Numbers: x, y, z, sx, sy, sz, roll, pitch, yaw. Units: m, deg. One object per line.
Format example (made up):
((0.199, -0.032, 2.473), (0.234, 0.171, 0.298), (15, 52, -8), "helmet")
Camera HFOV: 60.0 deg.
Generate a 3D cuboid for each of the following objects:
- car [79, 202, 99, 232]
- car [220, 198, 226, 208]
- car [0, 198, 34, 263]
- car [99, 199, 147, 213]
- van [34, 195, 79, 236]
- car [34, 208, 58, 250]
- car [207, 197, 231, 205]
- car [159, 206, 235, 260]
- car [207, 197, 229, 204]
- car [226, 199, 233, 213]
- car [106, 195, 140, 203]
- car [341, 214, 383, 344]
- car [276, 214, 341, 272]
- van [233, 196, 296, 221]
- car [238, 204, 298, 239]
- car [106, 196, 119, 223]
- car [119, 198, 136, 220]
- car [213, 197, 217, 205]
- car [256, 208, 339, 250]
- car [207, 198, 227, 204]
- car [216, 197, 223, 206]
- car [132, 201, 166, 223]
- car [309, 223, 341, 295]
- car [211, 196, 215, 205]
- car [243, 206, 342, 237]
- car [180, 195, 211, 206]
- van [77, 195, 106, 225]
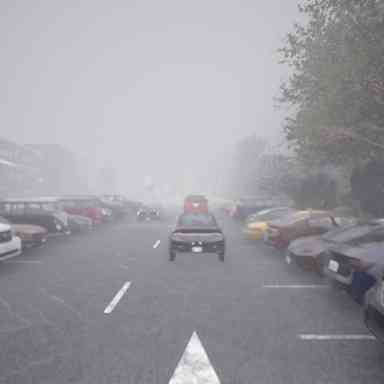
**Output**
((-7.870, 1.492, 17.776), (4.892, 1.521, 2.231), (0, 0, 0), "car")
((5.341, 1.580, 31.674), (4.674, 1.452, 2.002), (0, 0, 1), "car")
((-7.903, 1.227, 9.366), (5.566, 2.045, 2.435), (0, 0, 0), "car")
((-7.692, 1.564, 37.394), (4.892, 1.521, 2.231), (0, 0, 1), "car")
((-7.770, 1.261, 14.972), (4.442, 1.987, 1.878), (0, 0, 0), "van")
((-7.915, 1.483, 12.170), (5.008, 1.535, 2.097), (0, 0, 0), "car")
((5.740, 1.941, 71.659), (5.008, 1.535, 2.097), (0, -1, 1), "car")
((0.179, 1.503, 12.387), (2.128, 1.511, 4.902), (0, 0, 1), "car")
((5.761, 1.978, 74.932), (4.892, 1.521, 2.231), (0, -1, 1), "car")
((5.256, 1.393, 26.107), (4.553, 1.767, 2.185), (0, 0, 1), "car")
((-7.684, 1.293, 34.594), (5.566, 2.045, 2.435), (0, 0, 1), "car")
((5.078, 1.233, 3.830), (5.566, 2.045, 2.435), (0, 0, 0), "car")
((5.120, 1.520, 9.398), (4.792, 1.488, 2.163), (0, 0, 0), "car")
((5.379, 1.285, 23.325), (4.442, 1.987, 1.878), (0, 0, 1), "van")
((5.008, 1.496, 14.970), (5.366, 1.575, 1.946), (0, 0, 0), "car")
((-7.848, 1.374, 23.384), (4.553, 1.767, 2.185), (0, 0, 0), "car")
((-7.760, 1.516, 28.989), (4.892, 1.521, 2.231), (0, 0, 1), "car")
((5.415, 1.596, 40.029), (5.008, 1.535, 2.097), (0, -1, 1), "car")
((5.165, 1.495, 12.183), (5.008, 1.535, 2.097), (0, 0, 0), "car")
((5.796, 2.054, 78.208), (4.674, 1.452, 2.002), (0, -1, 1), "car")
((5.371, 1.554, 34.461), (5.008, 1.535, 2.097), (0, 0, 1), "car")
((-3.144, 1.632, 26.154), (1.895, 1.301, 4.718), (0, 0, 1), "car")
((5.156, 1.516, 6.613), (4.792, 1.488, 2.163), (0, 0, 0), "car")
((5.700, 1.946, 68.511), (4.674, 1.452, 2.002), (0, -1, 1), "car")
((5.213, 1.543, 17.754), (4.674, 1.452, 2.002), (0, 0, 0), "car")
((0.342, 1.271, 30.501), (2.150, 2.045, 5.566), (0, 0, 1), "car")
((-7.957, 1.269, 20.581), (4.442, 1.987, 1.878), (0, 0, 0), "van")
